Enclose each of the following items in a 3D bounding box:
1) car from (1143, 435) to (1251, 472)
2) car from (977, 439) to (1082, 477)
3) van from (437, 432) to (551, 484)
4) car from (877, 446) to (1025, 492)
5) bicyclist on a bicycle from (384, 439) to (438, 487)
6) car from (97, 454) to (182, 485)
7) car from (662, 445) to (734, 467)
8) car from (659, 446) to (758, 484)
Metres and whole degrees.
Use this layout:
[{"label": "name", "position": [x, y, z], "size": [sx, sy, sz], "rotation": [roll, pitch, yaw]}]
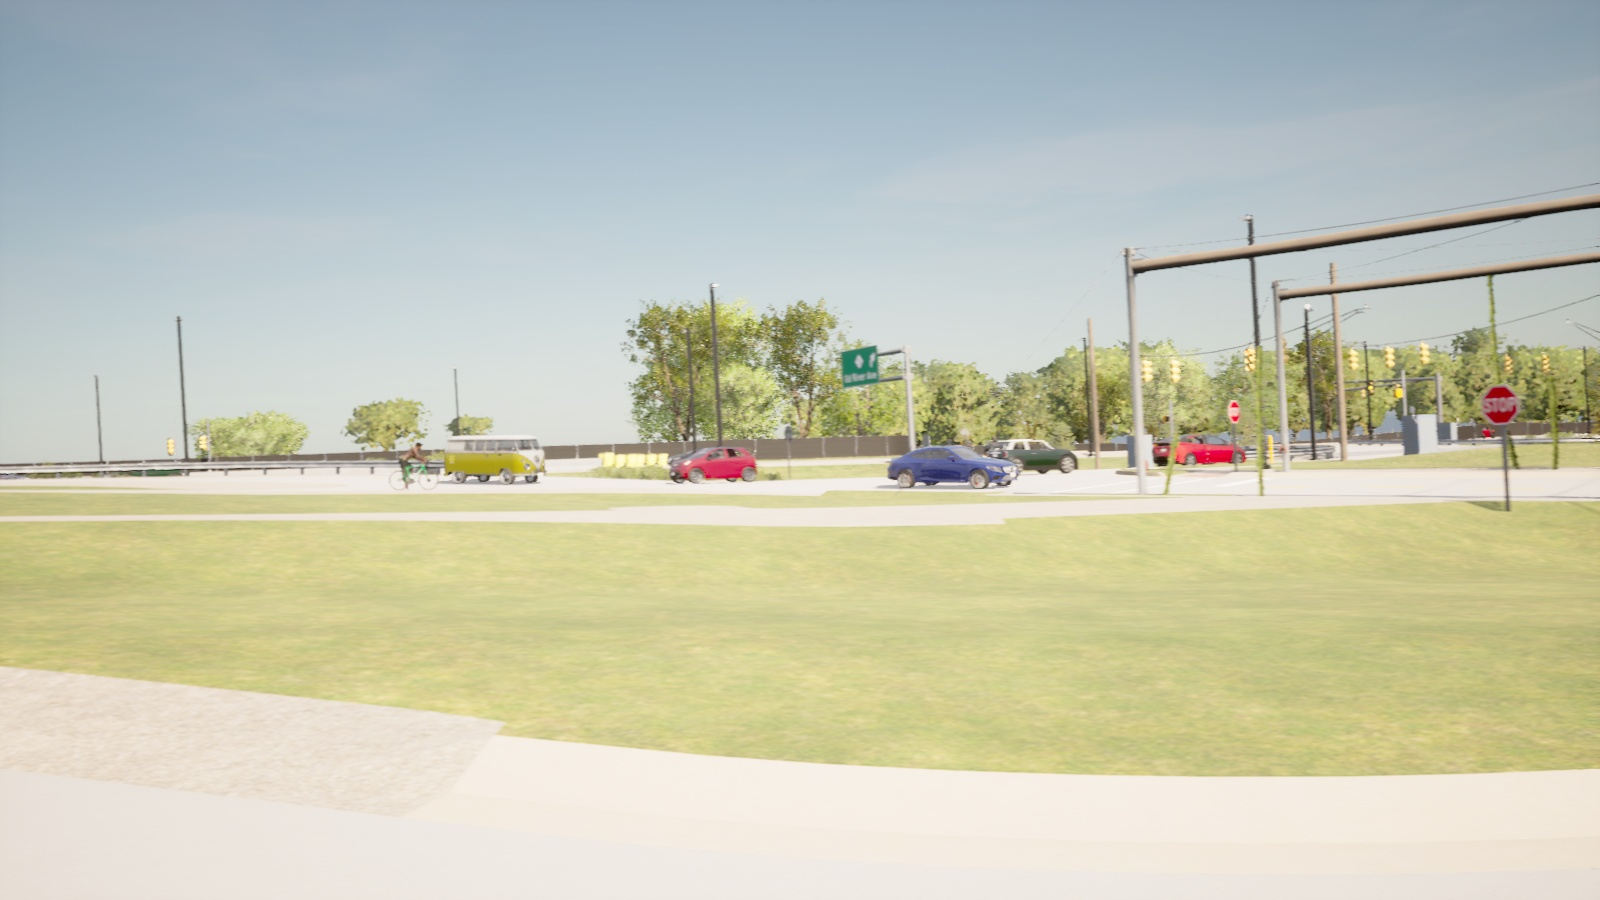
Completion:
[{"label": "car", "position": [17.827, 0.158, 56.427], "size": [4.514, 1.525, 2.007], "rotation": [-1, -1, -28]}, {"label": "car", "position": [9.524, 0.318, 52.205], "size": [3.806, 1.475, 1.970], "rotation": [-1, -1, -25]}, {"label": "van", "position": [-12.430, 0.285, 50.925], "size": [4.442, 1.987, 1.775], "rotation": [1, 2, 28]}, {"label": "car", "position": [5.084, 0.607, 42.617], "size": [4.674, 1.442, 1.812], "rotation": [0, 2, 38]}, {"label": "bicyclist on a bicycle", "position": [-13.199, 0.456, 42.582], "size": [1.656, 1.620, 0.582], "rotation": [1, -2, -27]}, {"label": "car", "position": [-40.835, 1.219, 77.746], "size": [4.553, 1.767, 2.097], "rotation": [-1, -1, -27]}, {"label": "car", "position": [-7.661, 0.478, 94.365], "size": [4.902, 1.511, 2.128], "rotation": [-1, -1, -27]}, {"label": "car", "position": [-3.768, 0.624, 52.055], "size": [3.633, 1.501, 1.845], "rotation": [0, -1, -33]}]
